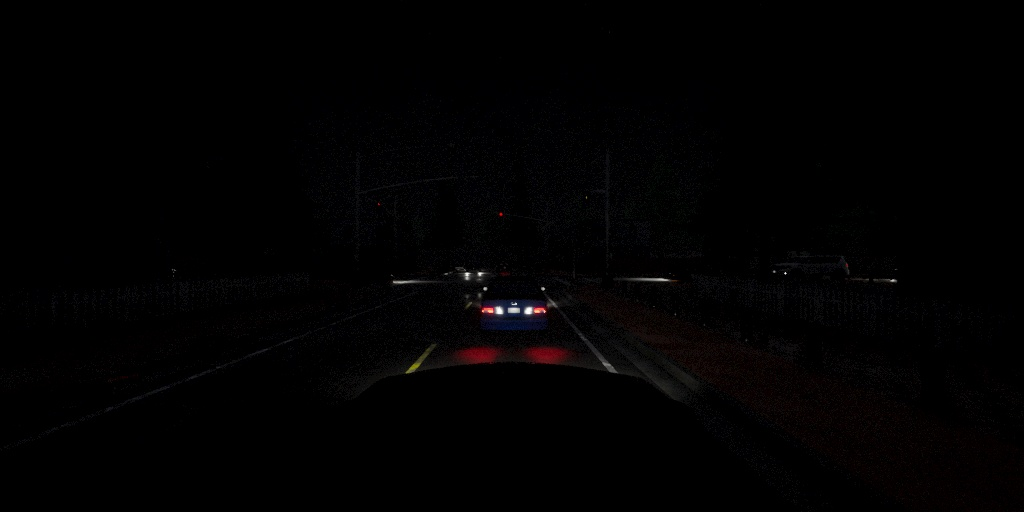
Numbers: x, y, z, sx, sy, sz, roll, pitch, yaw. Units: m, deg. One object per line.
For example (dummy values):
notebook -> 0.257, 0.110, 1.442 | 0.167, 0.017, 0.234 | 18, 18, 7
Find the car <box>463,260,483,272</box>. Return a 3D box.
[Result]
car -> -4.779, 1.220, 44.682 | 1.837, 1.490, 4.892 | 0, 0, -6

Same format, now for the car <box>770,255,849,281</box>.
car -> 24.679, 0.956, 29.892 | 5.566, 2.045, 2.150 | 0, 0, 1

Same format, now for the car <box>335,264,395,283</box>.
car -> -11.191, 1.299, 27.392 | 4.181, 1.385, 1.994 | 0, 0, -1

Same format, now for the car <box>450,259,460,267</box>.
car -> -9.701, 1.263, 64.372 | 2.033, 1.411, 5.357 | 0, 0, -23

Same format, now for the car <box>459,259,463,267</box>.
car -> -6.316, 1.263, 54.340 | 2.033, 1.411, 5.357 | 0, 0, -14

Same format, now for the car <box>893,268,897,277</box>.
car -> 34.525, 1.087, 29.584 | 4.553, 1.767, 2.097 | 0, 0, 2

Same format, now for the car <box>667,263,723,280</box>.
car -> 15.314, 1.299, 30.171 | 4.181, 1.385, 1.994 | 0, 0, 2

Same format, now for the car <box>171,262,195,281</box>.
car -> -27.277, 1.086, 27.715 | 4.553, 1.767, 2.097 | 0, 0, 2

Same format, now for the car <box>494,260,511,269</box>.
car -> -1.265, 1.220, 47.559 | 1.837, 1.490, 4.892 | 0, 0, -8

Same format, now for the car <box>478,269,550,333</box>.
car -> 0.062, 1.297, 10.754 | 2.033, 1.411, 5.357 | 0, 0, 0
